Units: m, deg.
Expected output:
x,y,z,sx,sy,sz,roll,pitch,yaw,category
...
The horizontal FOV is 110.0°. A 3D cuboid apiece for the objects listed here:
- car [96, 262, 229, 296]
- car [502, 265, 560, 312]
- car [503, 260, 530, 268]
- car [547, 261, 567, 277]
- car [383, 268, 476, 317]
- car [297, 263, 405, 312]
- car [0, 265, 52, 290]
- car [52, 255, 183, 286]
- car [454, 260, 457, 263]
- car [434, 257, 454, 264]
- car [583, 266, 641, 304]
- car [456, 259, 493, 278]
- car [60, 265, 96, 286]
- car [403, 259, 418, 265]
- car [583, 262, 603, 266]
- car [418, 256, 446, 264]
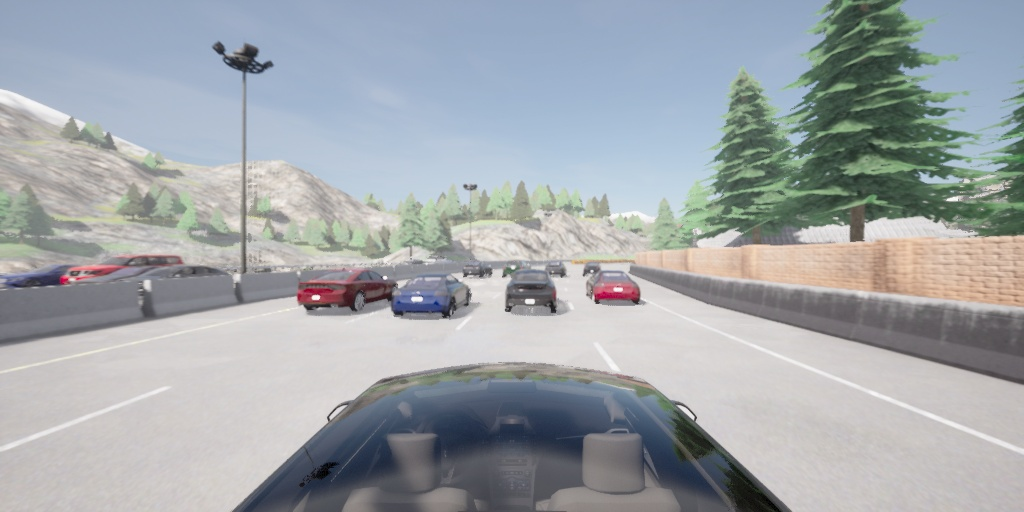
x,y,z,sx,sy,sz,roll,pitch,yaw,category
-16.620,1.220,17.760,1.837,1.490,4.892,0,0,6,car
0.800,1.266,14.320,1.837,1.490,4.892,0,0,5,car
0.555,1.128,34.682,2.097,1.767,4.553,0,0,13,car
4.395,1.279,35.741,2.128,1.511,4.902,0,0,14,car
-2.797,1.315,13.192,1.994,1.385,4.181,0,0,5,car
-6.226,1.219,14.231,1.882,1.535,5.008,0,0,5,car
-26.809,1.215,21.177,1.812,1.442,4.674,0,0,7,car
-23.202,0.923,21.940,2.150,2.045,5.566,0,0,7,car
-7.013,1.276,58.613,1.837,1.490,4.892,0,0,21,car
-10.273,1.312,59.953,2.033,1.411,5.357,0,0,21,car
4.559,1.338,16.634,1.994,1.385,4.181,0,0,6,car
-3.176,1.257,34.063,2.128,1.511,4.902,0,0,12,car
-19.989,1.254,19.540,2.033,1.411,5.357,0,0,6,car
-17.009,1.240,61.894,2.128,1.511,4.902,0,0,20,car
8.496,1.326,37.693,1.812,1.442,4.674,0,0,15,car
-13.242,0.979,61.993,2.150,2.045,5.566,0,0,21,car
